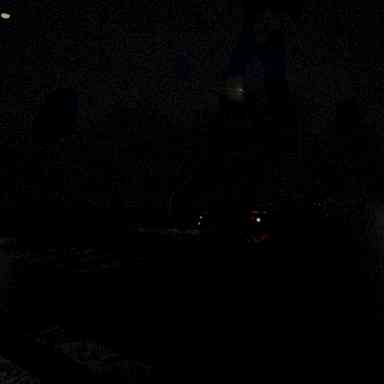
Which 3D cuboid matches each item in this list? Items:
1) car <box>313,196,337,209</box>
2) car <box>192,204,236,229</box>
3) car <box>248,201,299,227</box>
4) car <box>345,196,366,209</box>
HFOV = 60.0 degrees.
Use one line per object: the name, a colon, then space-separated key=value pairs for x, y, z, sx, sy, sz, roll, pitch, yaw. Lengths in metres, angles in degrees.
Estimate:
car: x=16.826 y=1.313 z=41.949 sx=1.837 sy=1.490 sz=4.892 roll=0 pitch=-1 yaw=37
car: x=0.971 y=1.411 z=20.327 sx=1.994 sy=1.385 sz=4.181 roll=0 pitch=0 yaw=36
car: x=5.283 y=1.344 z=21.231 sx=1.837 sy=1.490 sz=4.892 roll=0 pitch=0 yaw=36
car: x=21.298 y=1.313 z=43.164 sx=2.128 sy=1.511 sz=4.902 roll=0 pitch=0 yaw=36
